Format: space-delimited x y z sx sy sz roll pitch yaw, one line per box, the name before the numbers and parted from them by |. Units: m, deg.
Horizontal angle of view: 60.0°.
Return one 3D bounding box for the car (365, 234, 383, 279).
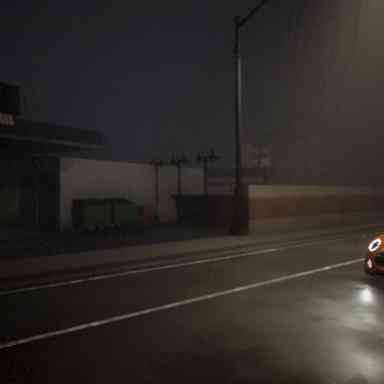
car | 6.471 1.288 8.609 4.553 1.767 2.097 0 0 -35
